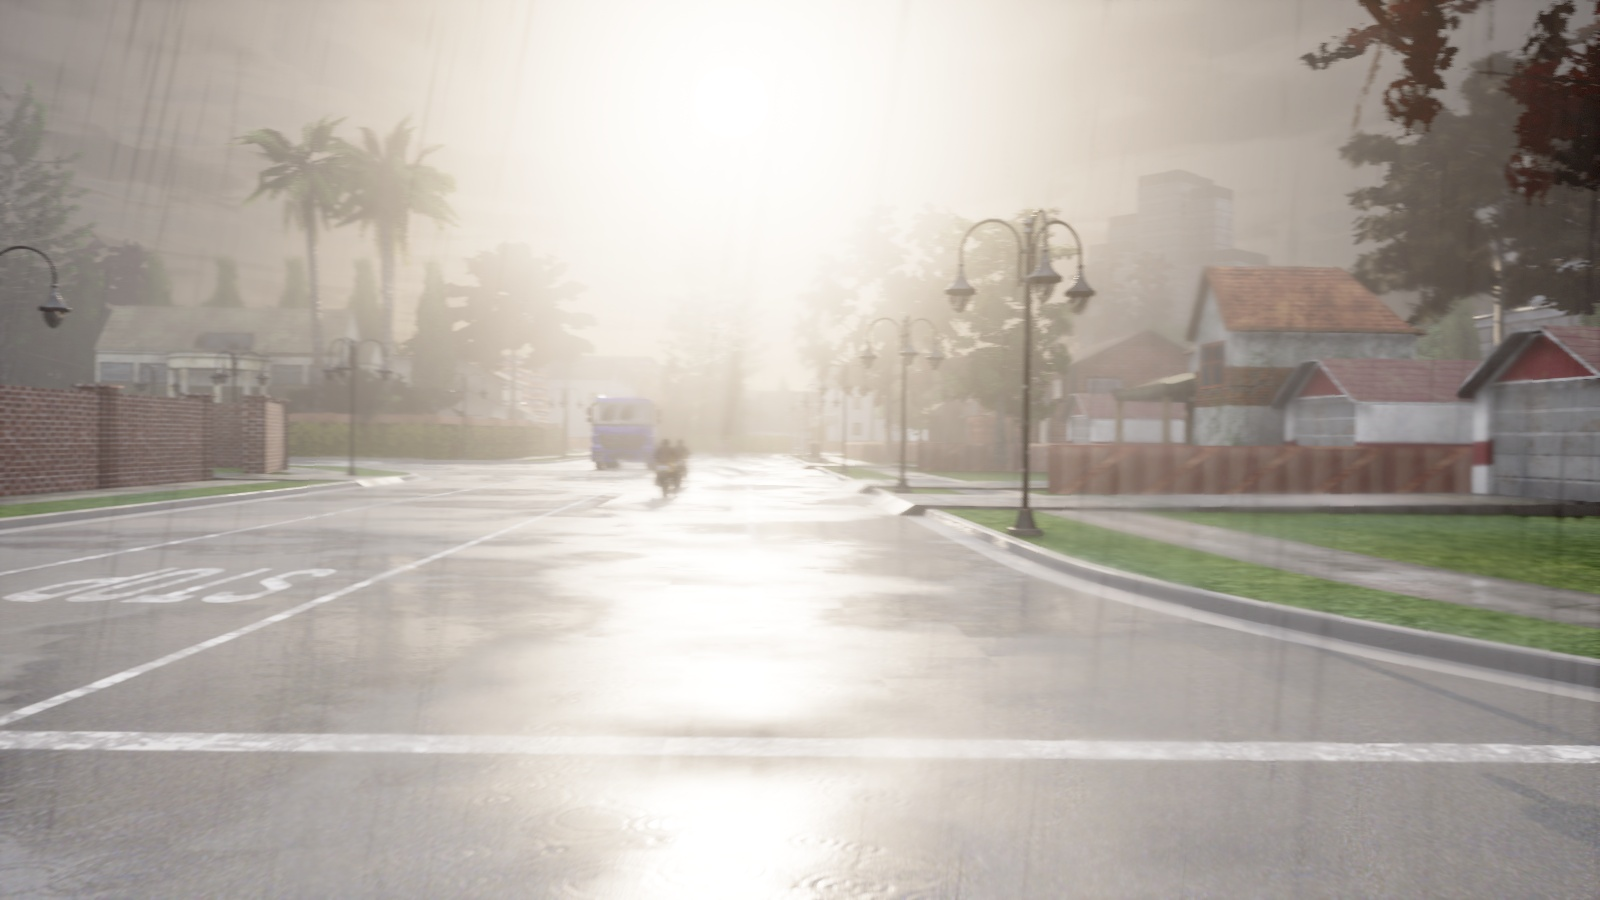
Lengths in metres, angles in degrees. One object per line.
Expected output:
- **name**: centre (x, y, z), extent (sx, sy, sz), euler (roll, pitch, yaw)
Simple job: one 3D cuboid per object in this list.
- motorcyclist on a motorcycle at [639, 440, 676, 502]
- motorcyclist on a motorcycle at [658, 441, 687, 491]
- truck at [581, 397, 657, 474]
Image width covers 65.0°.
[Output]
- **motorcyclist on a motorcycle**: centre (-3.637, 0.519, 32.248), extent (0.797, 1.523, 2.044), euler (0, 0, -3)
- **motorcyclist on a motorcycle**: centre (-3.992, 0.470, 39.346), extent (0.797, 1.523, 2.044), euler (0, 0, -3)
- **truck**: centre (-8.548, -0.664, 60.271), extent (2.891, 3.462, 7.936), euler (0, 0, -3)
